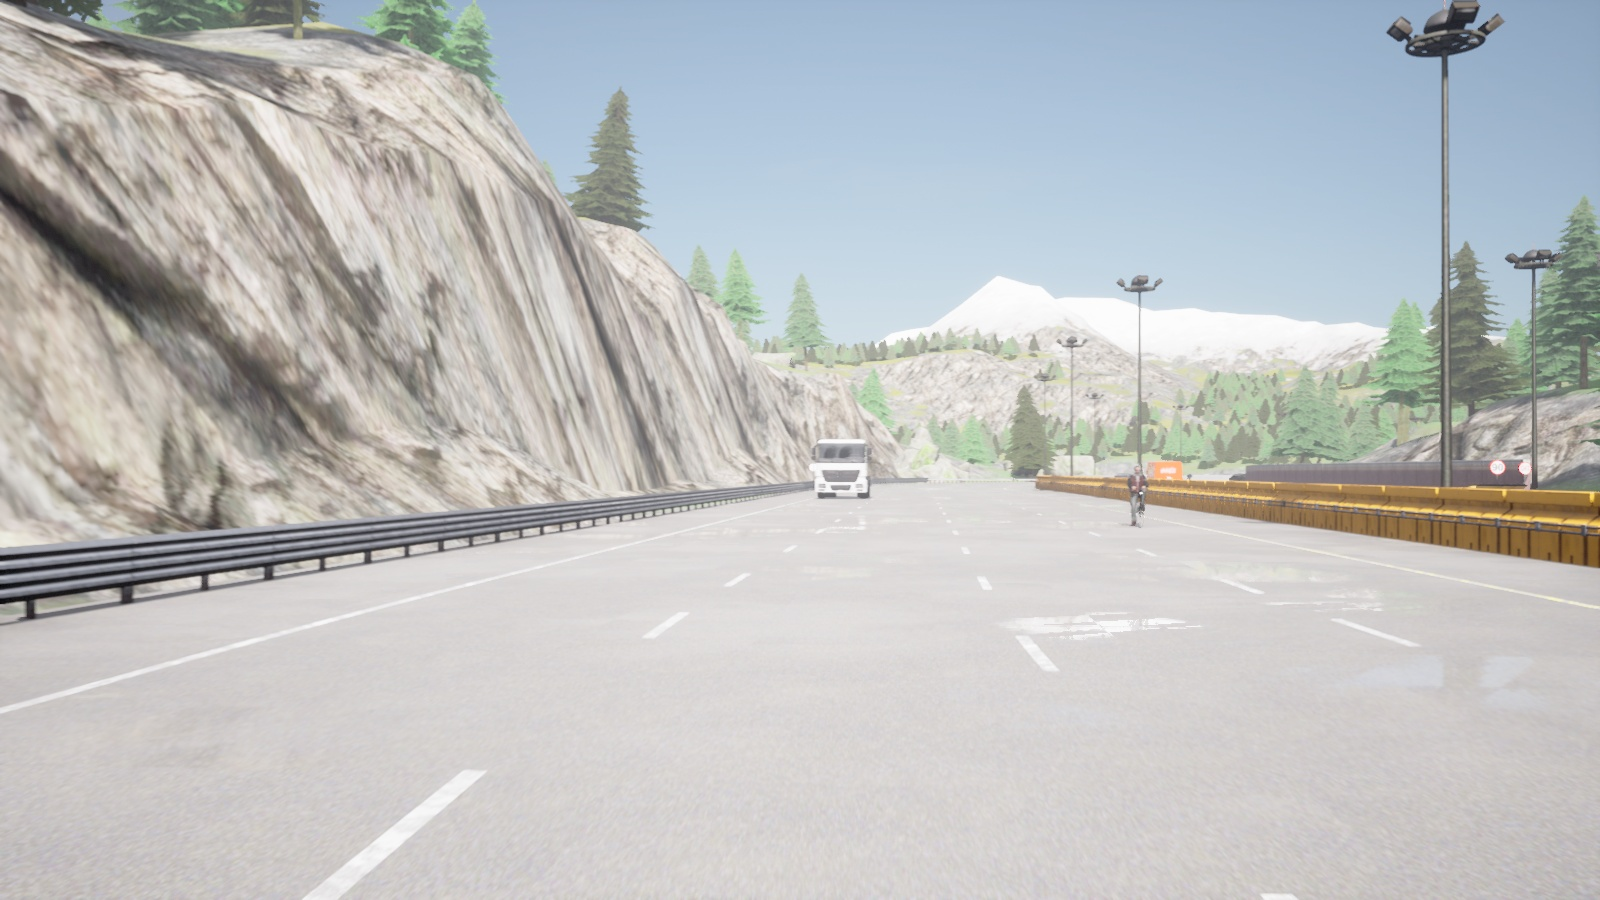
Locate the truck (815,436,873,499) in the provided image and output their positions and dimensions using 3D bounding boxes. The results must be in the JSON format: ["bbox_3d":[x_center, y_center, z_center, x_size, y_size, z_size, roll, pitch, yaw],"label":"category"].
[{"bbox_3d":[2.648,1.049,73.204,2.891,3.462,7.936,0,-1,5],"label":"truck"}]
